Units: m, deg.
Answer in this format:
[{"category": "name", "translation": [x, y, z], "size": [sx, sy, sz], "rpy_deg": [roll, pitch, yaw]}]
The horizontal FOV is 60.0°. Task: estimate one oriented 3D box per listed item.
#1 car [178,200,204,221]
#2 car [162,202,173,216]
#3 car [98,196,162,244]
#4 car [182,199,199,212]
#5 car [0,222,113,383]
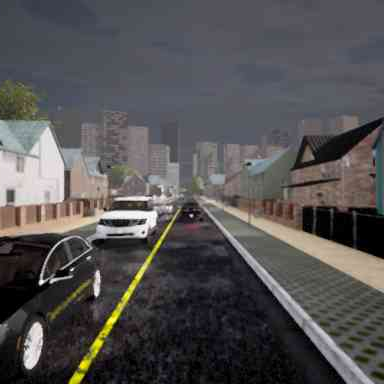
[{"category": "car", "translation": [-0.094, 1.536, 27.280], "size": [1.837, 1.490, 4.892], "rpy_deg": [0, 0, -1]}, {"category": "car", "translation": [-2.957, 1.646, 33.587], "size": [1.895, 1.301, 4.718], "rpy_deg": [0, 0, 0]}, {"category": "car", "translation": [-2.937, 1.246, 16.290], "size": [2.150, 2.045, 5.566], "rpy_deg": [0, 0, 0]}, {"category": "car", "translation": [-0.203, 1.613, 40.450], "size": [1.994, 1.385, 4.181], "rpy_deg": [0, 0, 0]}, {"category": "car", "translation": [-2.878, 1.518, 5.612], "size": [1.837, 1.490, 4.892], "rpy_deg": [0, 0, 0]}]
